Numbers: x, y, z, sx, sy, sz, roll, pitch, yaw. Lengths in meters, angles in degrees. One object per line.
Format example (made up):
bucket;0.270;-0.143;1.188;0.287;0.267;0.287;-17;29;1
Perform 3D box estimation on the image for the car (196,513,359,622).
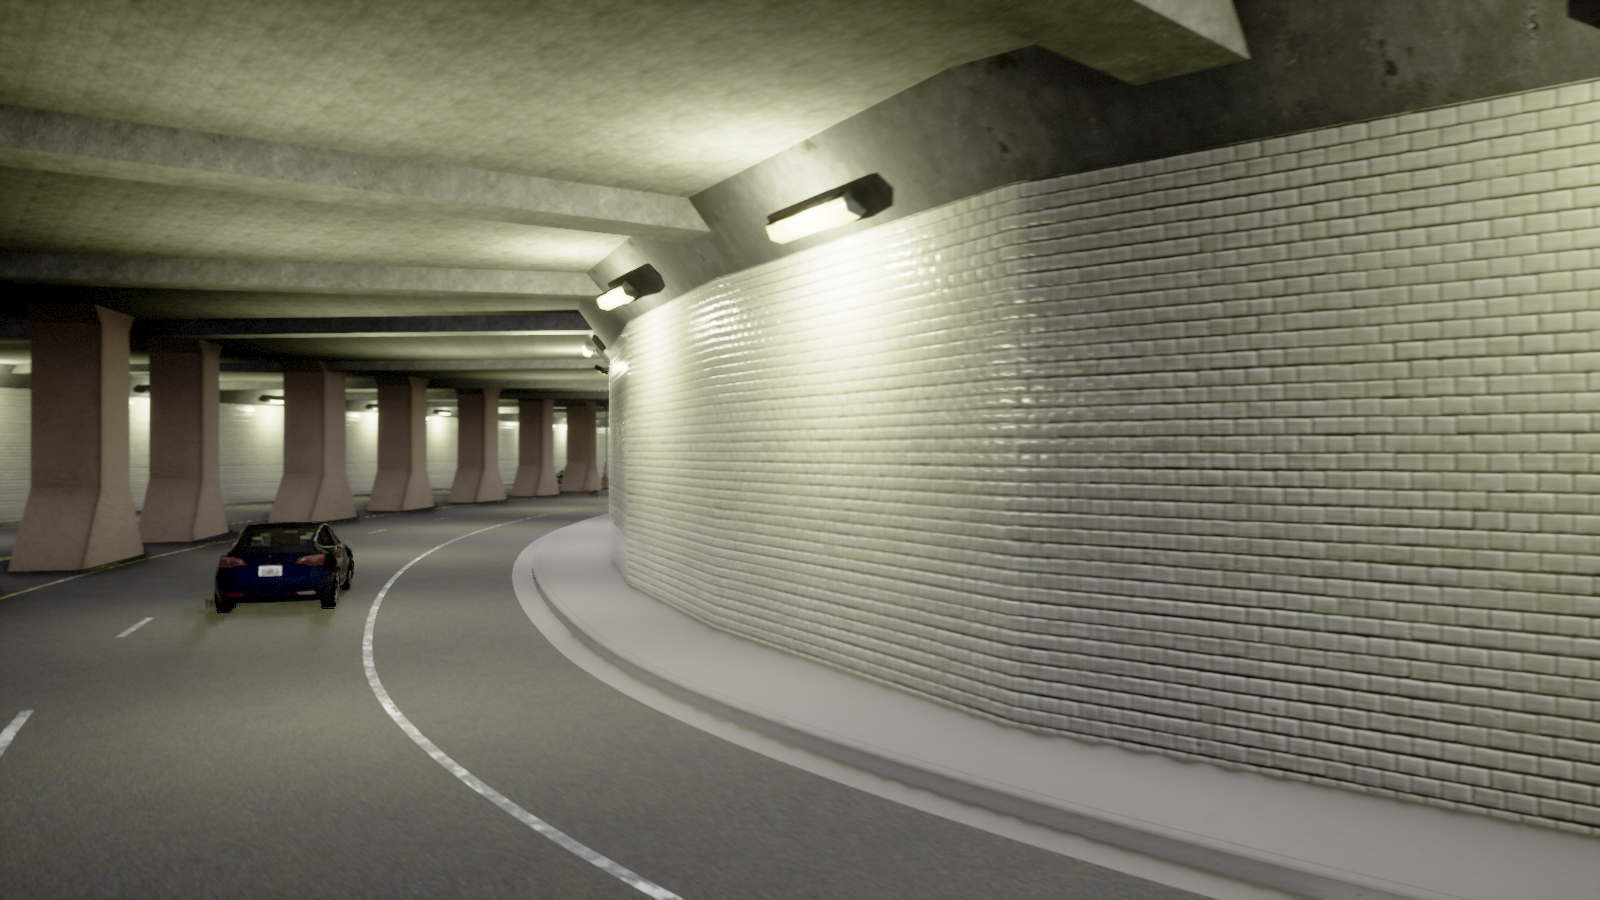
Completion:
car;-9.583;2.074;21.362;2.163;1.488;4.792;0;0;-17
